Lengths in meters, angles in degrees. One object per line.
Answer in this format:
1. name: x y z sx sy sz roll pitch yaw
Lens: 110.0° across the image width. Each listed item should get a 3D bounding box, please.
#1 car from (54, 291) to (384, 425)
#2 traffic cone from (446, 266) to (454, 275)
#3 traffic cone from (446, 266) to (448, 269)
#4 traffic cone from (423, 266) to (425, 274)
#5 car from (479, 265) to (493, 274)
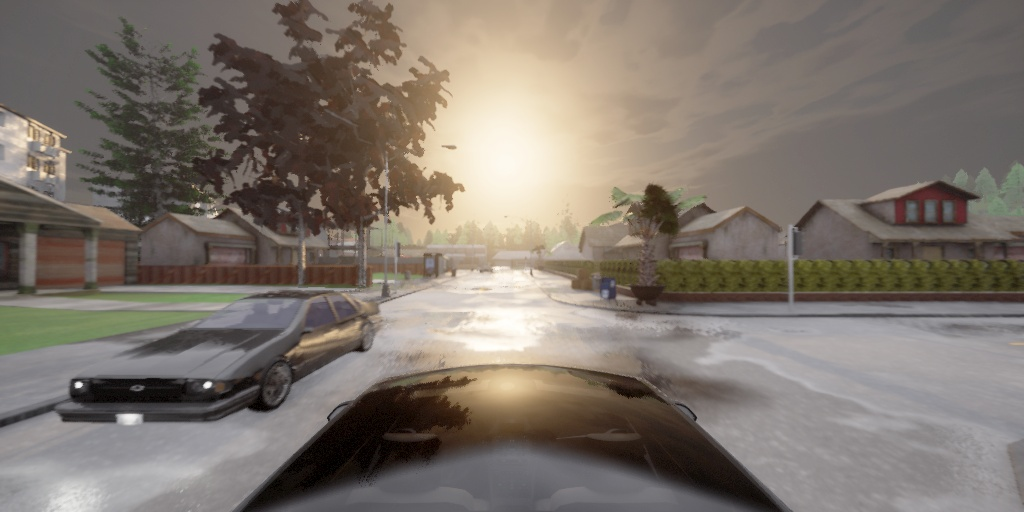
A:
1. car: -4.001 1.361 6.417 2.033 1.411 5.357 0 -1 0
2. traffic cone: -9.682 2.326 55.901 0.344 0.586 0.344 0 0 0
3. traffic cone: -10.402 2.304 56.422 0.344 0.586 0.344 0 0 0
4. traffic cone: -15.287 2.350 60.467 0.344 0.586 0.344 0 0 0
5. car: -4.012 2.051 56.522 1.994 1.385 4.181 0 -1 0
